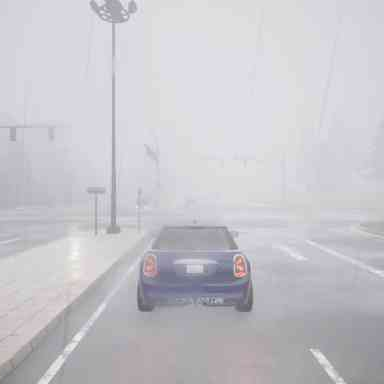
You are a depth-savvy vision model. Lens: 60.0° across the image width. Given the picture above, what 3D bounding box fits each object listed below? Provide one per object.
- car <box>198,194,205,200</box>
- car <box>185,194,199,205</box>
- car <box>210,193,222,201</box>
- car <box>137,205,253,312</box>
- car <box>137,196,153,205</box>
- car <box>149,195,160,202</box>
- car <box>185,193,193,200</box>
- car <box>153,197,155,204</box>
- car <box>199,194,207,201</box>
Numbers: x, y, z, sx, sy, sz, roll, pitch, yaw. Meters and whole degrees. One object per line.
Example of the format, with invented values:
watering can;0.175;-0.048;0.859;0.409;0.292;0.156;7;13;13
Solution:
car;2.660;1.442;95.586;1.882;1.535;5.008;0;0;-1
car;-0.176;1.526;54.699;1.812;1.442;4.674;0;0;-1
car;6.333;1.215;84.992;2.150;2.045;5.566;0;0;-1
car;0.069;1.352;7.880;2.097;1.767;4.553;0;0;0
car;-8.299;1.505;57.040;1.837;1.490;4.892;0;0;-1
car;-8.535;1.540;76.687;2.033;1.411;5.357;0;0;-1
car;-0.840;1.189;95.559;2.150;2.045;5.566;0;0;-1
car;-8.389;1.505;66.249;1.837;1.490;4.892;0;0;0
car;2.828;1.513;85.262;1.812;1.442;4.674;0;0;-1
